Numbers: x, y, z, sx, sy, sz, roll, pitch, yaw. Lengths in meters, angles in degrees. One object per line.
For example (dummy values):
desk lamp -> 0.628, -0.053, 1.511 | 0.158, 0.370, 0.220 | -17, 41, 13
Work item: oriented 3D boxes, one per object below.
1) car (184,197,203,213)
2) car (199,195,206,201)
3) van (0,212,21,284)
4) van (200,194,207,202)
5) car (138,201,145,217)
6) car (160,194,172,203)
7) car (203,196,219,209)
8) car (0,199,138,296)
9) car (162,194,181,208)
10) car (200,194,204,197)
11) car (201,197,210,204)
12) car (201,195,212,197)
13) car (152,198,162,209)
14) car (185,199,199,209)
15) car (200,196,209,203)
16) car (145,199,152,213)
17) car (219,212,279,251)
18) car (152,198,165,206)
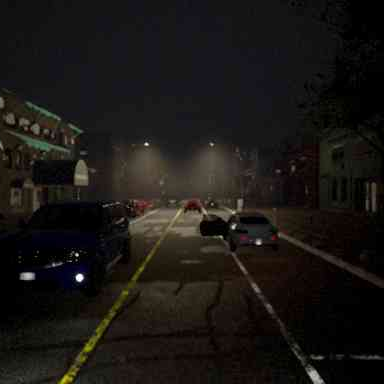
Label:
car -> 0.068, 1.597, 37.699 | 1.812, 1.442, 4.674 | 0, 0, 0
car -> 2.736, 1.691, 90.647 | 1.752, 1.417, 4.829 | -1, 0, 0
van -> -5.691, 1.356, 7.255 | 1.690, 1.788, 3.998 | -1, 0, 0
van -> 2.728, 1.487, 79.381 | 1.690, 1.788, 3.998 | -1, 0, 0
car -> -5.678, 1.496, 29.448 | 1.967, 1.590, 4.097 | -1, 0, 0
car -> -5.655, 1.452, 73.834 | 2.192, 1.841, 5.009 | -1, 0, 0
car -> 2.713, 1.652, 46.090 | 1.947, 1.339, 4.313 | -1, 0, 0
car -> -3.096, 1.239, 9.025 | 2.150, 2.045, 5.566 | 0, 0, 0
car -> -2.973, 1.314, 51.772 | 2.150, 2.045, 5.566 | 0, 0, 0
car -> 2.716, 1.422, 57.188 | 2.192, 1.841, 5.009 | -1, 0, 0
car -> 2.724, 1.708, 68.284 | 1.802, 1.307, 4.206 | -1, 0, 0
car -> 2.716, 1.622, 51.808 | 1.752, 1.417, 4.829 | -1, 0, 0
car -> -5.668, 1.669, 46.092 | 1.802, 1.307, 4.206 | -1, 0, 0
car -> 0.027, 1.693, 49.472 | 1.895, 1.301, 4.718 | 0, 0, 0
car -> 2.727, 1.662, 74.002 | 1.752, 1.417, 4.829 | -1, 0, 0
car -> -5.674, 1.611, 34.996 | 1.887, 1.381, 4.507 | -1, 0, 0
car -> 2.359, 1.553, 14.079 | 1.812, 1.442, 4.674 | 0, 0, 0
car -> -5.662, 1.689, 57.190 | 1.802, 1.307, 4.206 | -1, 0, 0
